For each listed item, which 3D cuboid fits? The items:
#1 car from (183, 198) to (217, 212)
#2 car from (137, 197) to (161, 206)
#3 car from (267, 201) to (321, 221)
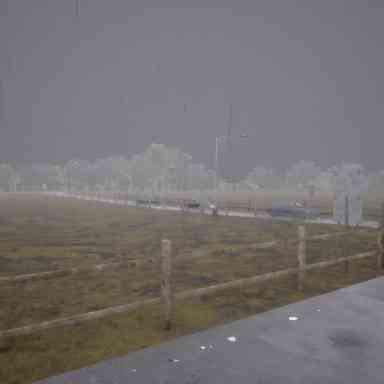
[{"bbox_3d":[0.921,1.449,38.075,2.128,1.511,4.902,1,0,-35],"label":"car"},{"bbox_3d":[-6.315,1.384,48.198,1.895,1.301,4.718,1,0,-35],"label":"car"},{"bbox_3d":[8.351,1.529,27.717,1.812,1.442,4.674,1,-1,-36],"label":"car"}]
